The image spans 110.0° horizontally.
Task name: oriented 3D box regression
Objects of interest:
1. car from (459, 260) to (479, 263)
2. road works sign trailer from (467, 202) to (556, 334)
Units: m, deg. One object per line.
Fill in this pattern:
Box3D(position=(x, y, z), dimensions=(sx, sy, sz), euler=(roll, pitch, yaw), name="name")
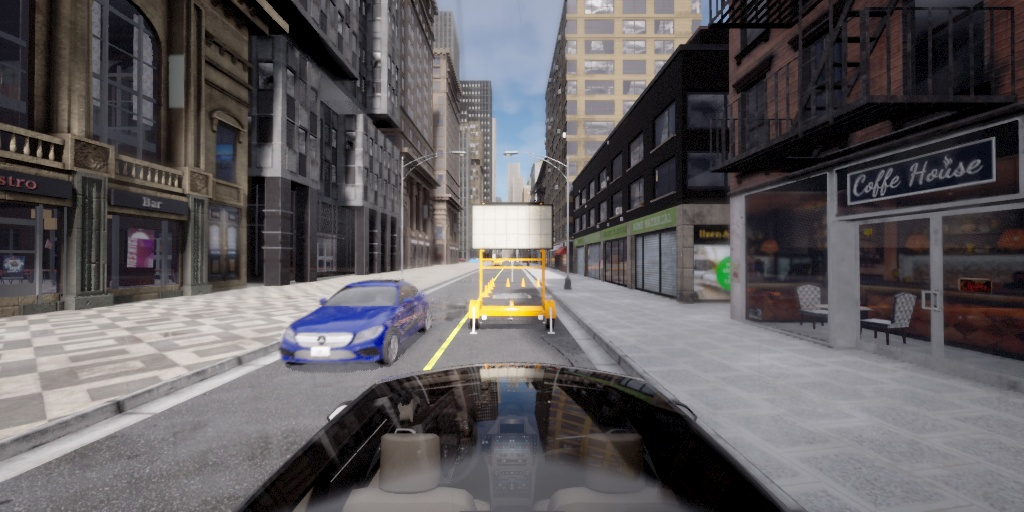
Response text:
Box3D(position=(-3.073, 1.295, 30.244), dimensions=(1.812, 1.442, 4.674), euler=(0, 0, 0), name="car")
Box3D(position=(0.011, 0.216, 10.613), dimensions=(2.380, 3.560, 2.880), euler=(0, 0, 0), name="road works sign trailer")
